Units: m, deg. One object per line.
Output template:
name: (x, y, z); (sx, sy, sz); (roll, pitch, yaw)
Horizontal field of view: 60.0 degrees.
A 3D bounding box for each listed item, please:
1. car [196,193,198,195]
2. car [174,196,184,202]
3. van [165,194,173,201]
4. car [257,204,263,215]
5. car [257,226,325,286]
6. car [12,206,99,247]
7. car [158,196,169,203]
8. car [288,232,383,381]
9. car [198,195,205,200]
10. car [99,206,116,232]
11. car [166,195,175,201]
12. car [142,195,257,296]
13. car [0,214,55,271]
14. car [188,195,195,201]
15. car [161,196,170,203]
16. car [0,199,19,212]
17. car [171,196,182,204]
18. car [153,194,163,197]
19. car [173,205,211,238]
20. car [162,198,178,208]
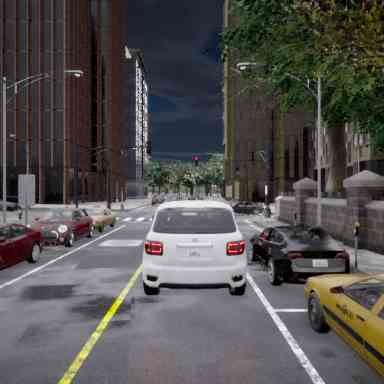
car: (-0.045, 1.551, 78.675); (1.812, 1.442, 4.674); (0, 0, 0)
car: (-3.044, 1.558, 77.315); (2.033, 1.411, 5.357); (0, 0, 0)
van: (-5.812, 1.371, 84.731); (1.690, 1.788, 3.998); (0, 0, 0)
car: (4.766, 1.632, 33.603); (4.892, 1.490, 1.837); (2, -1, -16)
car: (2.756, 1.566, 9.228); (1.947, 1.339, 4.313); (0, 0, 0)
car: (-5.773, 1.441, 14.679); (1.967, 1.590, 4.097); (0, 0, 0)
car: (-5.802, 1.602, 68.418); (1.802, 1.307, 4.206); (0, 0, 0)
car: (2.759, 1.525, 3.941); (1.752, 1.417, 4.829); (0, 0, 0)
car: (2.707, 1.564, 95.781); (1.752, 1.417, 4.829); (0, 0, 0)
car: (-5.776, 1.527, 19.965); (1.752, 1.417, 4.829); (0, 0, 0)
car: (-5.815, 1.585, 90.169); (2.008, 1.369, 4.403); (0, 0, 0)
car: (0.061, 1.222, 8.819); (2.150, 2.045, 5.566); (0, 0, 0)
car: (-5.770, 1.545, 9.221); (1.887, 1.381, 4.507); (0, 0, 0)
car: (-0.050, 1.533, 88.581); (1.837, 1.490, 4.892); (0, 0, 0)
car: (-5.805, 1.548, 73.686); (1.752, 1.417, 4.829); (0, 0, 0)
car: (-19.189, 1.202, 31.530); (5.357, 1.411, 2.033); (1, 0, -5)
car: (-3.060, 1.583, 66.976); (1.994, 1.385, 4.181); (0, 0, 1)
car: (-5.797, 1.329, 57.543); (2.192, 1.841, 5.009); (0, 0, 0)
car: (0.013, 1.527, 18.464); (1.812, 1.442, 4.674); (0, 0, 1)
car: (-3.123, 1.574, 48.106); (1.994, 1.385, 4.181); (0, 0, 0)
